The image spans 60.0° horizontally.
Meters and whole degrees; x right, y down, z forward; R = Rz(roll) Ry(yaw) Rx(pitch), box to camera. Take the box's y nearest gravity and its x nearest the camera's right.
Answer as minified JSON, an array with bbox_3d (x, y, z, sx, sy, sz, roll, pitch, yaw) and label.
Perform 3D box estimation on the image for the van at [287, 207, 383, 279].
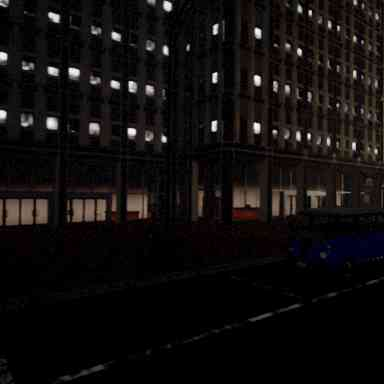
[{"bbox_3d":[4.532,1.345,9.771,3.998,1.788,1.690,0,1,-35],"label":"van"}]
